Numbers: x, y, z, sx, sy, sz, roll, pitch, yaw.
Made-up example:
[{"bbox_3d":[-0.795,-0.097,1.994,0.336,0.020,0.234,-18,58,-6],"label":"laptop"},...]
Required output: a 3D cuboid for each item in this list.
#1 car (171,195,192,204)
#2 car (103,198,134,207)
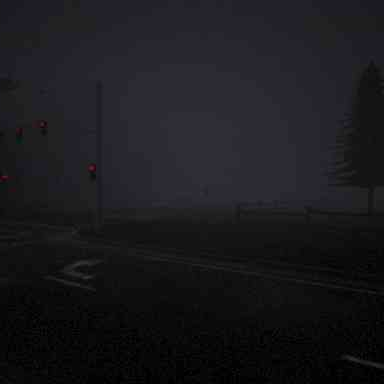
[{"bbox_3d":[-1.972,1.413,63.370,2.128,1.511,4.902,0,0,36],"label":"car"},{"bbox_3d":[-11.121,1.522,50.312,1.895,1.301,4.718,0,0,35],"label":"car"}]
